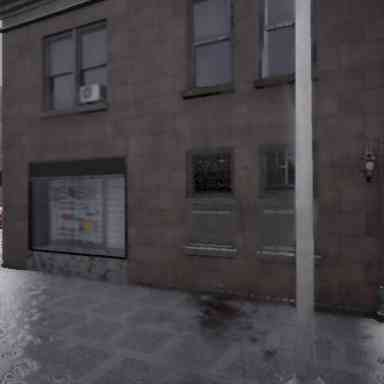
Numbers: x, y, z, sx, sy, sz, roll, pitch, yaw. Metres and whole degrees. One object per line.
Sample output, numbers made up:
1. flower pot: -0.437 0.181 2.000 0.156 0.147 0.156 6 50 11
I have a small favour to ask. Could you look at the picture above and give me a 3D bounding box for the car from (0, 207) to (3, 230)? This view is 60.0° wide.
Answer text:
1. car: -9.593 1.235 19.978 2.150 2.045 5.566 0 0 25
